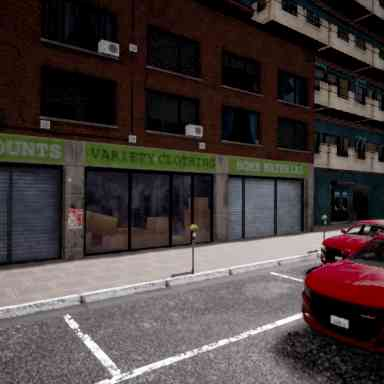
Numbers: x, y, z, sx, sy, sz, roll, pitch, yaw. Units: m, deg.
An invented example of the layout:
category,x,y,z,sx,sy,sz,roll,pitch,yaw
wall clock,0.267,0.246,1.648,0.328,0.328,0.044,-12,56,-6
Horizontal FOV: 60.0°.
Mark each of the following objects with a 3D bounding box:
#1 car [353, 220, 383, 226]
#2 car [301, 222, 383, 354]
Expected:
category,x,y,z,sx,sy,sz,roll,pitch,yaw
car,5.763,1.548,10.206,4.507,1.381,1.887,0,1,-36
car,4.023,1.479,5.943,5.008,1.535,1.882,0,0,-36
